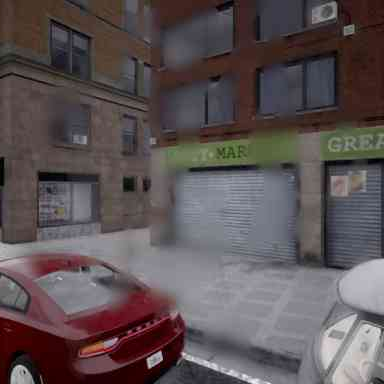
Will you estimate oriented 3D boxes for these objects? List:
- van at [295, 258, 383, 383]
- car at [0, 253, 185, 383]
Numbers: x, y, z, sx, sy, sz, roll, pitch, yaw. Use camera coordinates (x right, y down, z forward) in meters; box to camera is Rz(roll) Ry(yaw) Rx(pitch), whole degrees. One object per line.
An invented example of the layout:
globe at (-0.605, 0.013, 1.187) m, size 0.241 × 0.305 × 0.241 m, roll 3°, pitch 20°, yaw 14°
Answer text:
van at (2.422, 1.341, 1.349) m, size 3.998 × 1.788 × 1.690 m, roll 0°, pitch 0°, yaw 35°
car at (-2.186, 1.544, 4.637) m, size 4.507 × 1.381 × 1.887 m, roll 0°, pitch 0°, yaw 35°
